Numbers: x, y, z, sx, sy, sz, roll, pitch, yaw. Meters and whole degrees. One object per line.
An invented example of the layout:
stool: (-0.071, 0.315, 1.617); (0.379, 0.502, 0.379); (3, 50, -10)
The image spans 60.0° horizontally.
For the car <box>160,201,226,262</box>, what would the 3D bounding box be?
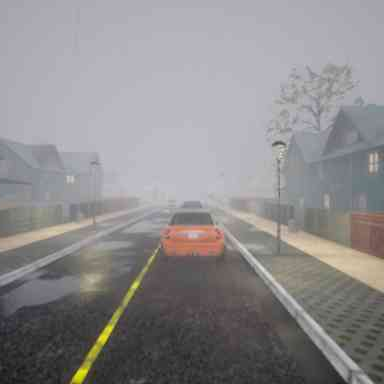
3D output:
car: (0.047, 1.389, 12.476); (2.097, 1.767, 4.553); (0, 0, 0)

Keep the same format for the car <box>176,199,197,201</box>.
car: (0.049, 1.465, 27.495); (2.097, 1.767, 4.553); (0, -1, 0)

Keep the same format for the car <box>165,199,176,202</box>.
car: (-2.800, 1.751, 48.200); (1.882, 1.535, 5.008); (0, -1, 0)
